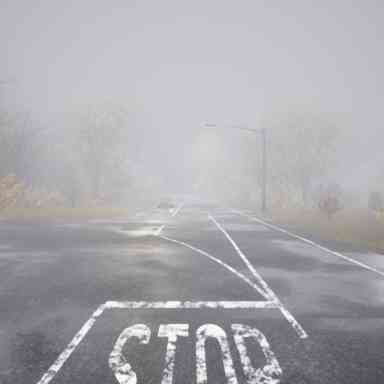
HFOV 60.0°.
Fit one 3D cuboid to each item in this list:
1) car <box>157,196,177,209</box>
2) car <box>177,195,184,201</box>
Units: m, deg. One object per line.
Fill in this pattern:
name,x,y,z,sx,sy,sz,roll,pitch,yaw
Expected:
car,-3.617,1.376,46.435,2.097,1.767,4.553,0,0,0
car,-3.120,1.533,81.998,1.882,1.535,5.008,0,0,5
